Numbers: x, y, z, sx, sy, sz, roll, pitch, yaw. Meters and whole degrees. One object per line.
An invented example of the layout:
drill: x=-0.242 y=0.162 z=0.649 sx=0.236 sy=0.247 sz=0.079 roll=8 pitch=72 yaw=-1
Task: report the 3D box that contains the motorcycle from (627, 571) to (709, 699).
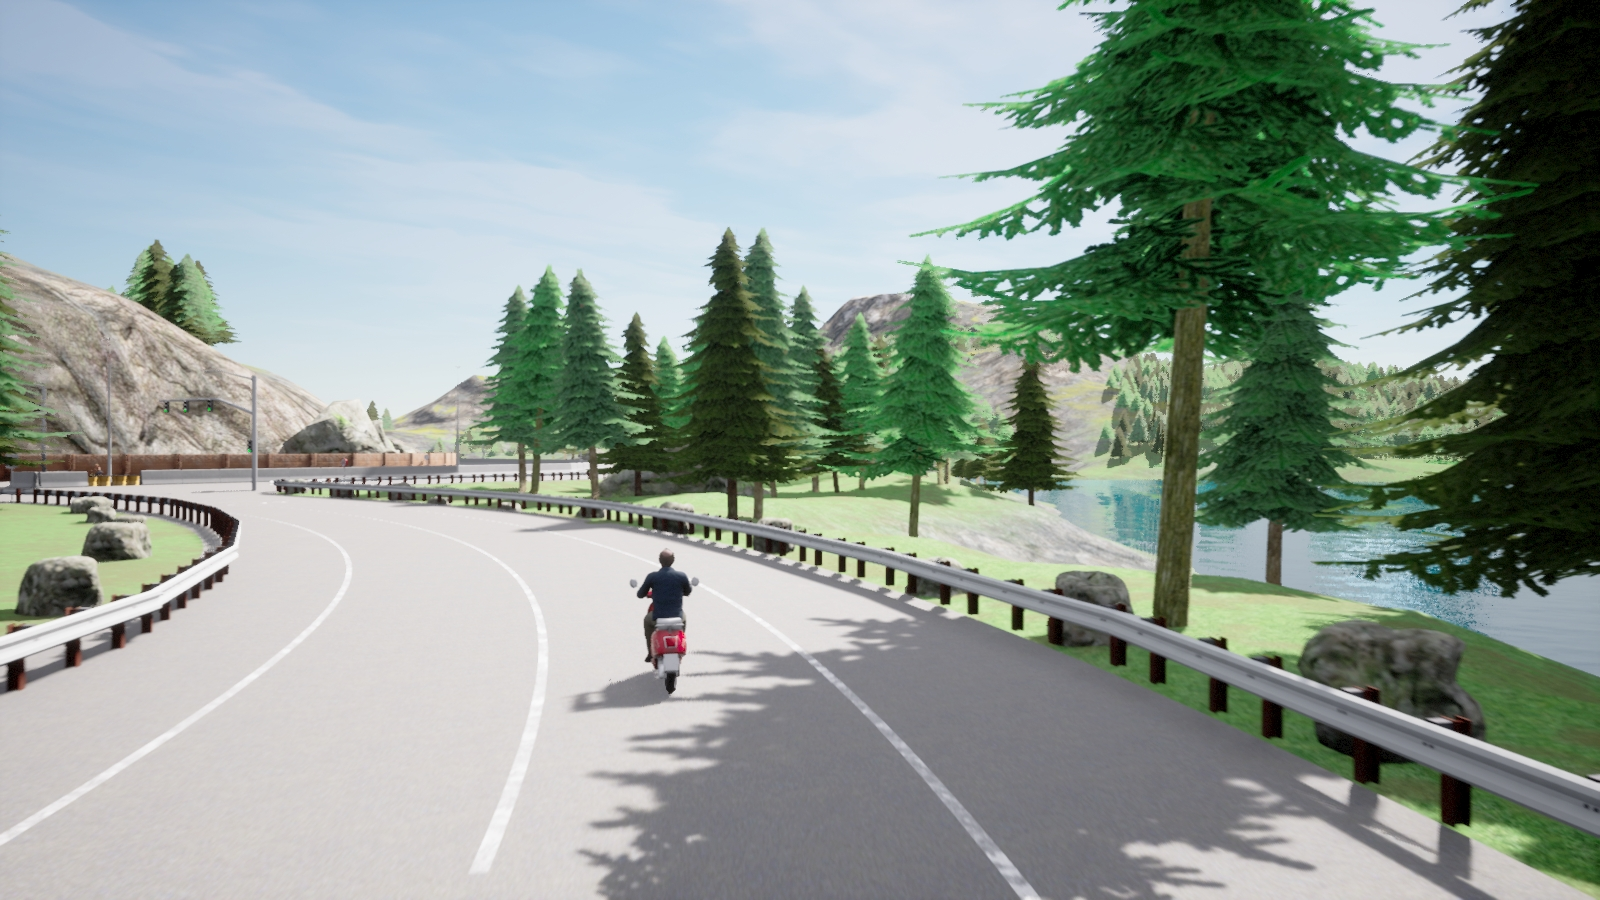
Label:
motorcycle: x=-1.622 y=2.182 z=13.798 sx=0.856 sy=1.236 sz=1.805 roll=0 pitch=0 yaw=-11
